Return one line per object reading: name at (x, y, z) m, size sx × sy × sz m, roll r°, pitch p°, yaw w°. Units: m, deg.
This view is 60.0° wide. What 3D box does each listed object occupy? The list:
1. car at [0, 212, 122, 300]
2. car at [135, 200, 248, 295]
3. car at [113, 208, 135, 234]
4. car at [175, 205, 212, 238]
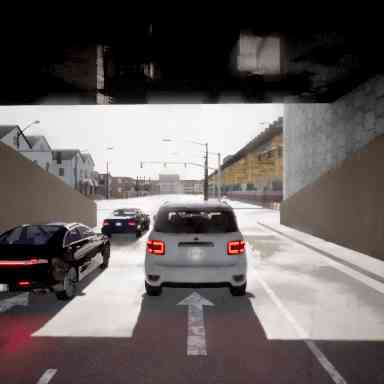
car at (-3.422, 1.491, 8.360) m, size 2.128 × 1.511 × 4.902 m, roll 0°, pitch 0°, yaw 0°
car at (0.083, 1.221, 8.885) m, size 2.150 × 2.045 × 5.566 m, roll 0°, pitch 0°, yaw 0°
car at (-3.421, 1.548, 17.985) m, size 2.033 × 1.411 × 5.357 m, roll 0°, pitch 0°, yaw 0°
car at (0.059, 1.526, 18.603) m, size 1.812 × 1.442 × 4.674 m, roll 0°, pitch 0°, yaw 0°
